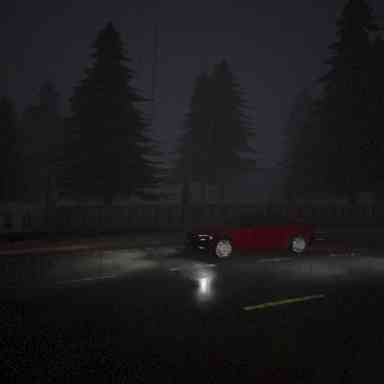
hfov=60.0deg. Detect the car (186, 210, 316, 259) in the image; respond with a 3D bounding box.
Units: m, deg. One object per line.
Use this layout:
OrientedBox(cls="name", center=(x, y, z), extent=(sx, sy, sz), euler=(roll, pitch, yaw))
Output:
OrientedBox(cls="car", center=(2.220, 1.465, 12.430), extent=(5.008, 1.535, 1.882), euler=(1, 0, -21))
